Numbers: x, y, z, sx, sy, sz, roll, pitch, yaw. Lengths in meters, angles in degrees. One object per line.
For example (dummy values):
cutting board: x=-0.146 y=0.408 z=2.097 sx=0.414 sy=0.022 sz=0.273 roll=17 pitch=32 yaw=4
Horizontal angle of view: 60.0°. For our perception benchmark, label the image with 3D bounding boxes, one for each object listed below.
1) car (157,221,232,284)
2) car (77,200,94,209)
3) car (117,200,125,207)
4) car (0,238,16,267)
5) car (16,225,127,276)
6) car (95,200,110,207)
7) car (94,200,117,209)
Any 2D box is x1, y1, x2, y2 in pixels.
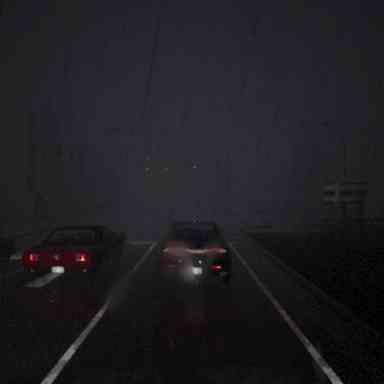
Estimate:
car: x=0.077 y=1.611 z=9.986 sx=2.128 sy=1.511 sz=4.902 roll=0 pitch=-1 yaw=0
car: x=-18.547 y=2.225 z=58.639 sx=1.812 sy=1.442 sz=4.674 roll=0 pitch=-1 yaw=0
car: x=-14.992 y=2.340 z=68.351 sx=2.128 sy=1.511 sz=4.902 roll=0 pitch=-1 yaw=0
car: x=-6.928 y=1.656 z=8.972 sx=2.033 sy=1.411 sz=5.357 roll=0 pitch=-1 yaw=0
car: x=-3.422 y=1.731 z=10.758 sx=1.895 sy=1.301 sz=4.718 roll=0 pitch=-1 yaw=0
car: x=-18.492 y=2.417 z=68.932 sx=1.895 sy=1.301 sz=4.718 roll=0 pitch=-1 yaw=0
car: x=-15.062 y=2.197 z=58.051 sx=1.837 sy=1.490 sz=4.892 roll=0 pitch=-1 yaw=0
